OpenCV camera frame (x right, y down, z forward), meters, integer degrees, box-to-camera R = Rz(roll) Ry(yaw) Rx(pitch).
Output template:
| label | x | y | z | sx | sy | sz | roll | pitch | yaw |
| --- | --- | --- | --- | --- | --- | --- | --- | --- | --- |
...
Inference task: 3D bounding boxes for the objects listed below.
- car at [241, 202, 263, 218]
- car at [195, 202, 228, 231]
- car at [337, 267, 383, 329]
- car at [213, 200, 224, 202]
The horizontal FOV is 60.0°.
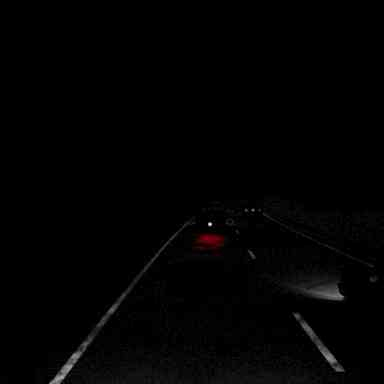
| label | x | y | z | sx | sy | sz | roll | pitch | yaw |
| --- | --- | --- | --- | --- | --- | --- | --- | --- | --- |
| car | 5.777 | 1.701 | 32.371 | 2.033 | 1.411 | 5.357 | 0 | 0 | 7 |
| car | 1.249 | 1.633 | 21.771 | 1.837 | 1.490 | 4.892 | 0 | 0 | 5 |
| car | 3.760 | 1.575 | 4.181 | 2.033 | 1.411 | 5.357 | 0 | 0 | 2 |
| car | 3.061 | 1.681 | 38.843 | 1.812 | 1.442 | 4.674 | 0 | 0 | 8 |
